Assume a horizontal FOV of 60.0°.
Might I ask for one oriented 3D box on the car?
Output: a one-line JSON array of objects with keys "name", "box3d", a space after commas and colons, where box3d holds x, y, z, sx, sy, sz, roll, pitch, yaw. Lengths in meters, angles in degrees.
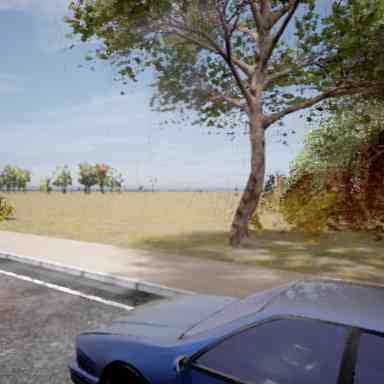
[{"name": "car", "box3d": [1.273, 1.547, 2.769, 5.357, 1.411, 2.033, 0, 0, 35]}]
